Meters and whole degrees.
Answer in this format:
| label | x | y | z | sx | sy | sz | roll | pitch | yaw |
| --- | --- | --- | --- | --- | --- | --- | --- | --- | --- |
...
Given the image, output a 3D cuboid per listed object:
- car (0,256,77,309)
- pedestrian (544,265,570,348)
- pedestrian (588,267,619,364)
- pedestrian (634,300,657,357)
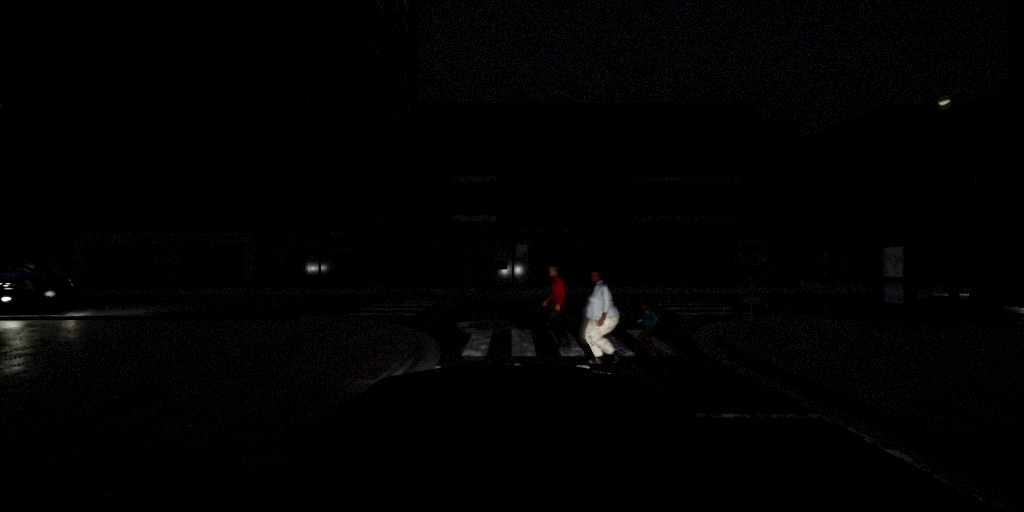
| label | x | y | z | sx | sy | sz | roll | pitch | yaw |
| --- | --- | --- | --- | --- | --- | --- | --- | --- | --- |
| car | -19.111 | 0.985 | 12.685 | 5.566 | 2.045 | 2.150 | 0 | 0 | 0 |
| pedestrian | 0.961 | 1.035 | 7.696 | 0.375 | 1.860 | 0.375 | 0 | 0 | 0 |
| pedestrian | 1.651 | 1.042 | 6.495 | 0.375 | 1.860 | 0.375 | 0 | 0 | 0 |
| pedestrian | 2.717 | 1.421 | 7.091 | 0.500 | 1.100 | 0.500 | 0 | 0 | 0 |
